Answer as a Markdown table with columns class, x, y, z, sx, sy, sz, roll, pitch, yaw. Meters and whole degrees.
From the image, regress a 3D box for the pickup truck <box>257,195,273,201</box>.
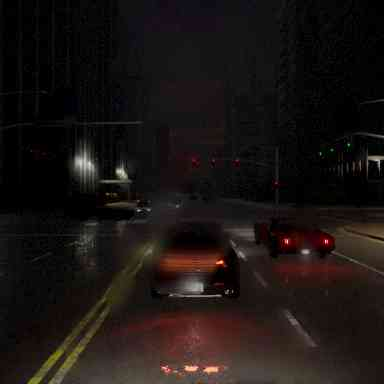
| class | x | y | z | sx | sy | sz | roll | pitch | yaw |
| --- | --- | --- | --- | --- | --- | --- | --- | --- | --- |
| pickup truck | 16.851 | 1.059 | 75.811 | 2.390 | 2.098 | 6.274 | 0 | 0 | 31 |

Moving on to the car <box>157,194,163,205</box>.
| class | x | y | z | sx | sy | sz | roll | pitch | yaw |
| --- | --- | --- | --- | --- | --- | --- | --- | --- | --- |
| car | -6.889 | 1.505 | 60.130 | 1.837 | 1.490 | 4.892 | 0 | 0 | 1 |

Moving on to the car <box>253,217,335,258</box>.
| class | x | y | z | sx | sy | sz | roll | pitch | yaw |
| --- | --- | --- | --- | --- | --- | --- | --- | --- | --- |
| car | 3.619 | 1.601 | 12.758 | 1.895 | 1.301 | 4.718 | 0 | 0 | 0 |

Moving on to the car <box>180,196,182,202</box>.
| class | x | y | z | sx | sy | sz | roll | pitch | yaw |
| --- | --- | --- | --- | --- | --- | --- | --- | --- | --- |
| car | -3.361 | 1.601 | 63.240 | 1.895 | 1.301 | 4.718 | 0 | 0 | 1 |

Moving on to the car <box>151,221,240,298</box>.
| class | x | y | z | sx | sy | sz | roll | pitch | yaw |
| --- | --- | --- | --- | --- | --- | --- | --- | --- | --- |
| car | 0.084 | 1.505 | 8.502 | 1.837 | 1.490 | 4.892 | 0 | 0 | 1 |

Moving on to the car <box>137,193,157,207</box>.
| class | x | y | z | sx | sy | sz | roll | pitch | yaw |
| --- | --- | --- | --- | --- | --- | --- | --- | --- | --- |
| car | -6.939 | 1.352 | 49.977 | 2.097 | 1.767 | 4.553 | 0 | 0 | 0 |

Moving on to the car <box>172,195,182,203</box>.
| class | x | y | z | sx | sy | sz | roll | pitch | yaw |
| --- | --- | --- | --- | --- | --- | --- | --- | --- | --- |
| car | -3.277 | 1.478 | 73.361 | 1.882 | 1.535 | 5.008 | 0 | 0 | 0 |

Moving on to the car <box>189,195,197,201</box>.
| class | x | y | z | sx | sy | sz | roll | pitch | yaw |
| --- | --- | --- | --- | --- | --- | --- | --- | --- | --- |
| car | 0.243 | 1.487 | 80.031 | 1.837 | 1.490 | 4.892 | 0 | 0 | 0 |

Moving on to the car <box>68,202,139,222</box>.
| class | x | y | z | sx | sy | sz | roll | pitch | yaw |
| --- | --- | --- | --- | --- | --- | --- | --- | --- | --- |
| car | -6.811 | 1.601 | 25.516 | 4.718 | 1.301 | 1.895 | 0 | 0 | 1 |

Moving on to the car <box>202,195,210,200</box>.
| class | x | y | z | sx | sy | sz | roll | pitch | yaw |
| --- | --- | --- | --- | --- | --- | --- | --- | --- | --- |
| car | 3.776 | 1.552 | 90.510 | 1.994 | 1.385 | 4.181 | 0 | 0 | 0 |

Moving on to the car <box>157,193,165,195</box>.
| class | x | y | z | sx | sy | sz | roll | pitch | yaw |
| --- | --- | --- | --- | --- | --- | --- | --- | --- | --- |
| car | -6.786 | 1.225 | 70.537 | 2.150 | 2.045 | 5.566 | 0 | 0 | 0 |

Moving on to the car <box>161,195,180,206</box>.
| class | x | y | z | sx | sy | sz | roll | pitch | yaw |
| --- | --- | --- | --- | --- | --- | --- | --- | --- | --- |
| car | -3.417 | 1.564 | 53.951 | 1.994 | 1.385 | 4.181 | 0 | 0 | 0 |

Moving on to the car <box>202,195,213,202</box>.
| class | x | y | z | sx | sy | sz | roll | pitch | yaw |
| --- | --- | --- | --- | --- | --- | --- | --- | --- | --- |
| car | 3.727 | 1.478 | 74.498 | 1.882 | 1.535 | 5.008 | 0 | 0 | 0 |
